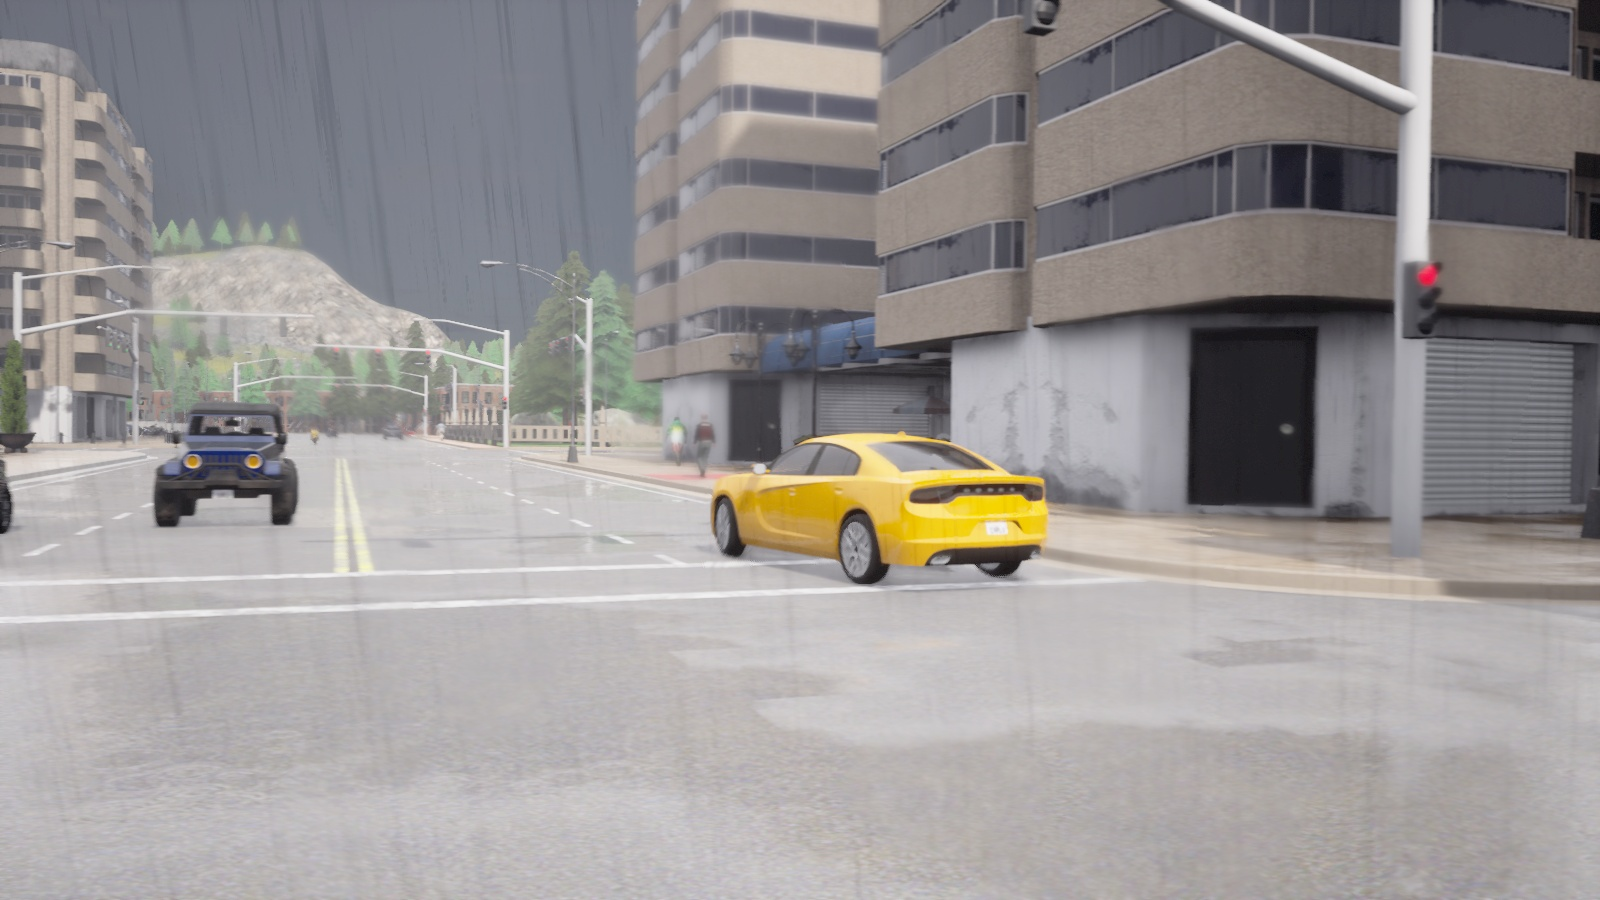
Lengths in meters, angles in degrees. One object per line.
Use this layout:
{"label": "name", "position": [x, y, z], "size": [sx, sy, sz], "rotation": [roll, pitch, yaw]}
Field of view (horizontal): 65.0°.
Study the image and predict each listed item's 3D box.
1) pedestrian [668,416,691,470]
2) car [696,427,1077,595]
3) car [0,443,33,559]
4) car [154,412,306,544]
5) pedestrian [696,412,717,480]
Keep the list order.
{"label": "pedestrian", "position": [-4.419, -0.246, 46.088], "size": [0.659, 1.952, 0.873], "rotation": [-1, 1, -18]}
{"label": "car", "position": [0.729, 0.535, 14.290], "size": [1.882, 1.535, 5.008], "rotation": [-1, 1, -29]}
{"label": "car", "position": [-11.055, 0.678, 15.574], "size": [1.816, 1.474, 4.193], "rotation": [-1, 1, -20]}
{"label": "car", "position": [-9.002, 0.364, 20.116], "size": [1.905, 1.878, 3.866], "rotation": [-1, 1, -20]}
{"label": "pedestrian", "position": [-2.576, -0.111, 34.663], "size": [0.376, 1.854, 0.720], "rotation": [-1, 1, -20]}
